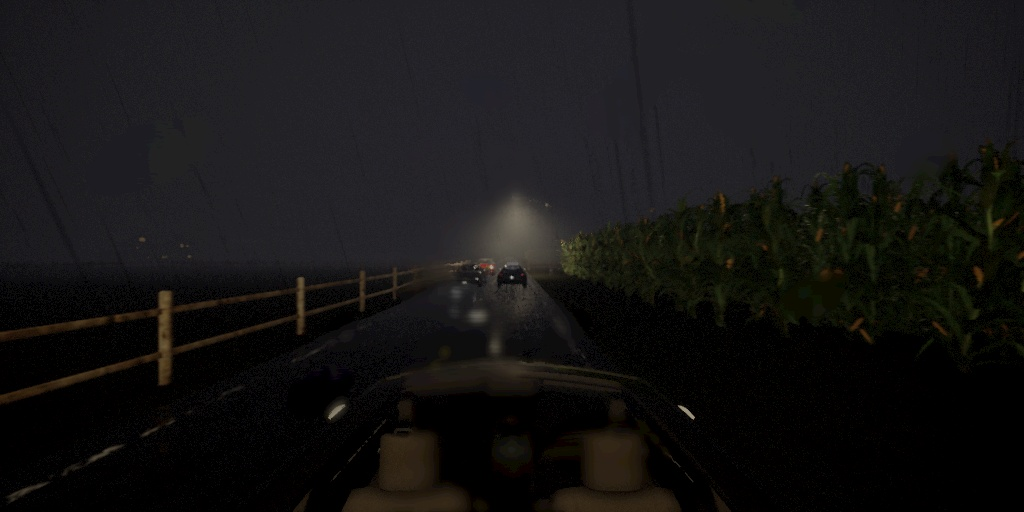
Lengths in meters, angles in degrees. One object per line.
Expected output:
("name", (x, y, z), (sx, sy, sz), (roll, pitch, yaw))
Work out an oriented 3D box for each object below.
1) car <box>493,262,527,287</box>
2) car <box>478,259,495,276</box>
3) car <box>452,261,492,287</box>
("car", (0.029, 1.297, 24.429), (1.994, 1.385, 4.181), (0, 0, 1))
("car", (-2.772, 1.070, 36.897), (2.097, 1.767, 4.553), (0, 0, 0))
("car", (-2.759, 1.280, 24.276), (2.033, 1.411, 5.357), (0, 0, 0))
